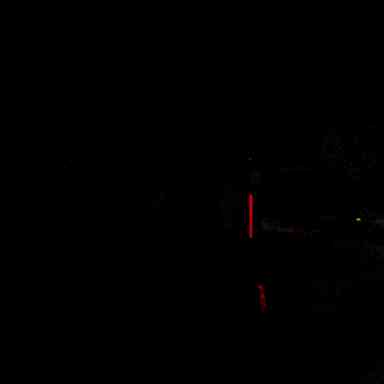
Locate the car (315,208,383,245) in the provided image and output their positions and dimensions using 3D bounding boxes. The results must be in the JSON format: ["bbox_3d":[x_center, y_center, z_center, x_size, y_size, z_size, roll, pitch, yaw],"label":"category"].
[{"bbox_3d":[8.047,1.525,15.917,1.812,1.442,4.674,0,0,-26],"label":"car"}]
